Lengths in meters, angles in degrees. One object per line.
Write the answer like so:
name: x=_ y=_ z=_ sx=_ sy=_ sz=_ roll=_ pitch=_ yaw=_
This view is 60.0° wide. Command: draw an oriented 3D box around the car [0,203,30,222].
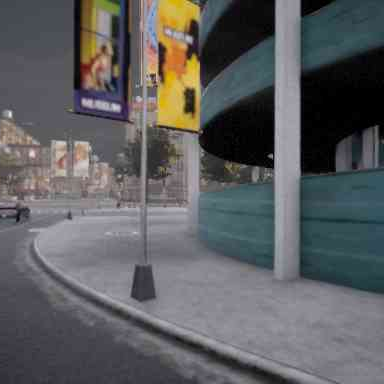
car: x=-14.930 y=1.654 z=27.809 sx=2.128 sy=1.511 sz=4.902 roll=0 pitch=-1 yaw=-14
